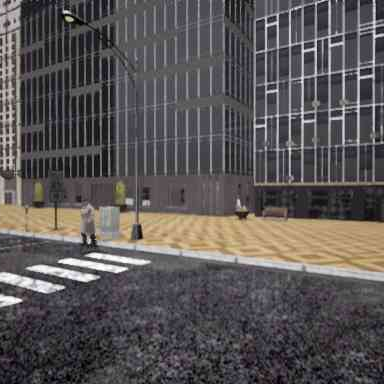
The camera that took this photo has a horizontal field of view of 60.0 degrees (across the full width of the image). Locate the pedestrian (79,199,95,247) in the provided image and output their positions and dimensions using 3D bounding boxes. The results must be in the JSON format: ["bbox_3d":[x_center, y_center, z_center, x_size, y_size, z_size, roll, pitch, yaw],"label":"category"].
[{"bbox_3d":[-3.967,1.146,12.581,0.375,1.860,0.375,0,0,31],"label":"pedestrian"}]
